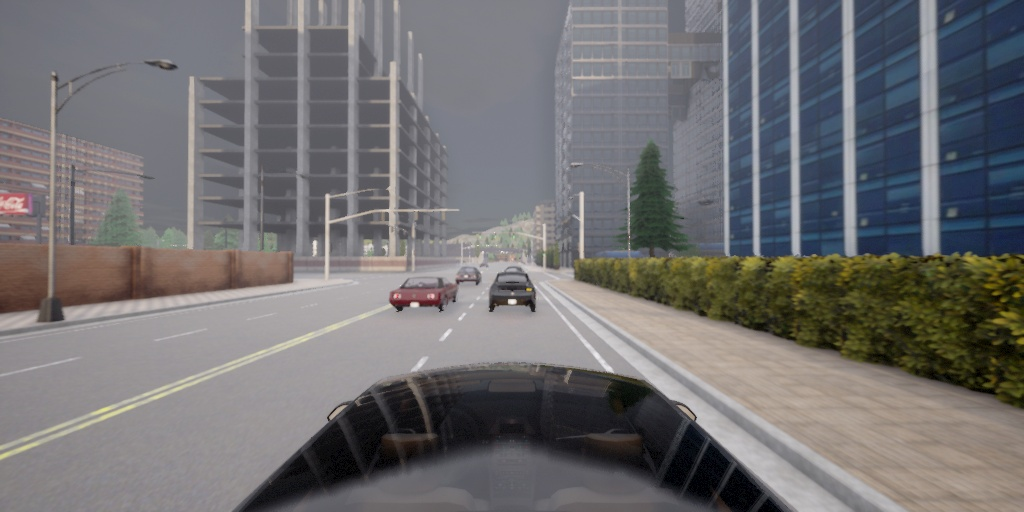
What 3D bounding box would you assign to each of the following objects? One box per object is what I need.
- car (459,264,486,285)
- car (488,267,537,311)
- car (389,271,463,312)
[{"bbox_3d":[-3.528,1.599,29.359,2.033,1.411,5.357,0,-1,-2],"label":"car"},{"bbox_3d":[0.028,1.405,15.343,1.837,1.490,4.892,0,0,0],"label":"car"},{"bbox_3d":[-3.474,1.497,15.085,1.895,1.301,4.718,0,-1,0],"label":"car"}]
